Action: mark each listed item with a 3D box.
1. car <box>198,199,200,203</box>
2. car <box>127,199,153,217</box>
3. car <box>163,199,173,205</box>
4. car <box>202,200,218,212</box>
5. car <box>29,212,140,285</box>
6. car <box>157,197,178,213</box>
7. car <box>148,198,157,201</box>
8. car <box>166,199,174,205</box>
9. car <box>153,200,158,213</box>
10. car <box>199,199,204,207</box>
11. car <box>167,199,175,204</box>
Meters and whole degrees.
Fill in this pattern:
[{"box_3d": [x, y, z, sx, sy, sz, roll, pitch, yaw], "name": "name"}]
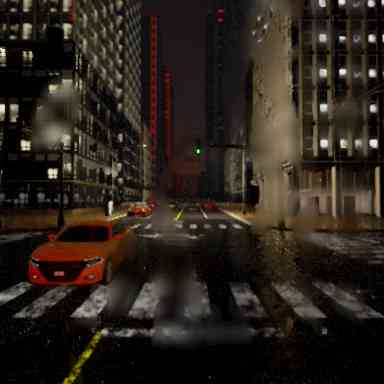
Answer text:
[{"box_3d": [2.701, 2.288, 63.576, 1.947, 1.339, 4.313, 1, -1, 0], "name": "car"}, {"box_3d": [-5.675, 1.845, 35.633, 1.967, 1.590, 4.097, 1, -1, 0], "name": "car"}, {"box_3d": [-5.680, 2.462, 80.231, 2.008, 1.369, 4.403, 1, -1, 0], "name": "car"}, {"box_3d": [2.701, 2.114, 46.844, 1.802, 1.307, 4.206, 1, -1, 0], "name": "car"}, {"box_3d": [-3.000, 1.597, 10.018, 1.882, 1.535, 5.008, 0, -1, 0], "name": "car"}, {"box_3d": [-3.002, 1.735, 43.931, 2.150, 2.045, 5.566, 0, 0, 0], "name": "car"}, {"box_3d": [-5.674, 1.846, 46.785, 2.192, 1.841, 5.009, 1, -1, 0], "name": "car"}, {"box_3d": [-5.680, 2.519, 85.805, 1.887, 1.381, 4.507, 1, -1, 0], "name": "car"}, {"box_3d": [-5.679, 2.050, 41.207, 1.802, 1.307, 4.206, 1, -1, 0], "name": "car"}, {"box_3d": [2.702, 2.186, 58.169, 1.752, 1.417, 4.829, 1, -1, 0], "name": "car"}, {"box_3d": [-5.681, 2.589, 91.380, 2.008, 1.369, 4.403, 1, -1, 0], "name": "car"}]
